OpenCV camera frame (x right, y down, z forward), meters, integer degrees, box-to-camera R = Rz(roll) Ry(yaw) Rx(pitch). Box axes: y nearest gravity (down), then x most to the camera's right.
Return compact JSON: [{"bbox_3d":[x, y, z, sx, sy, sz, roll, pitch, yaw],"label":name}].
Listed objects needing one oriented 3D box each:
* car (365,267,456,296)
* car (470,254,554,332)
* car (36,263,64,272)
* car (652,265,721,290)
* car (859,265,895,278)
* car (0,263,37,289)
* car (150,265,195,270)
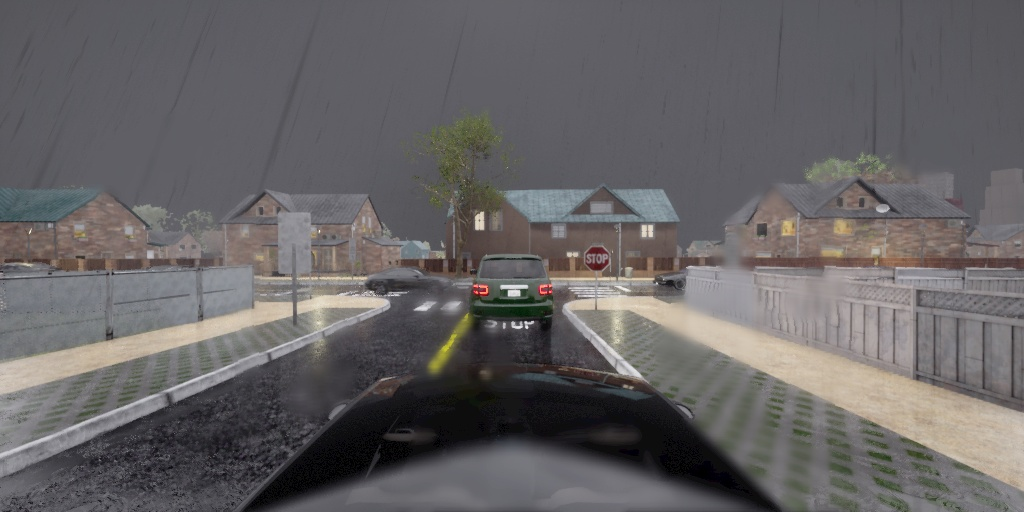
[{"bbox_3d":[-5.338,1.301,18.963,4.674,1.442,1.812,0,1,2],"label":"car"},{"bbox_3d":[-0.124,0.967,11.081,2.150,2.045,5.566,0,0,-4],"label":"car"},{"bbox_3d":[-31.476,1.184,22.755,4.902,1.511,2.128,0,1,2],"label":"car"},{"bbox_3d":[11.339,1.248,21.381,5.357,1.411,2.033,0,1,2],"label":"car"},{"bbox_3d":[21.311,1.261,21.140,4.181,1.385,1.994,0,1,1],"label":"car"},{"bbox_3d":[-30.051,1.243,19.767,5.008,1.535,1.882,0,1,2],"label":"car"},{"bbox_3d":[-18.026,1.252,19.372,5.008,1.535,1.882,0,1,2],"label":"car"}]
